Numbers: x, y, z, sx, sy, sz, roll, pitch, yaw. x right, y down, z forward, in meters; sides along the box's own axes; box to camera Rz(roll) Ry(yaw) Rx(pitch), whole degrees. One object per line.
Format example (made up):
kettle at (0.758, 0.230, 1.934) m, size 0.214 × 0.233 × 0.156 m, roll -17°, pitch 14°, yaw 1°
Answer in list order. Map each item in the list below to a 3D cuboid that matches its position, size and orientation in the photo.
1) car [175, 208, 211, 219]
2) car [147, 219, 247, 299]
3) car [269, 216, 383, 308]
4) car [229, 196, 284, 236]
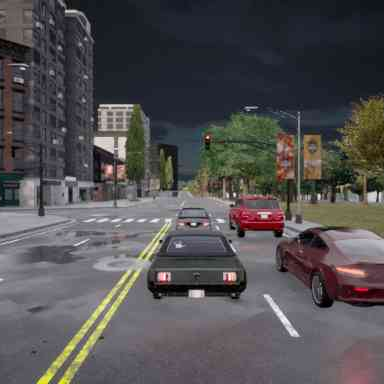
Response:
car at (0.072, 1.544, 17.983) m, size 2.033 × 1.411 × 5.357 m, roll 0°, pitch 0°, yaw 0°
car at (0.087, 1.599, 8.390) m, size 1.895 × 1.301 × 4.718 m, roll 0°, pitch 0°, yaw 0°
car at (3.340, 1.524, 7.787) m, size 1.812 × 1.442 × 4.674 m, roll 0°, pitch 0°, yaw 0°
car at (3.321, 1.218, 17.942) m, size 2.150 × 2.045 × 5.566 m, roll 0°, pitch 0°, yaw 0°
